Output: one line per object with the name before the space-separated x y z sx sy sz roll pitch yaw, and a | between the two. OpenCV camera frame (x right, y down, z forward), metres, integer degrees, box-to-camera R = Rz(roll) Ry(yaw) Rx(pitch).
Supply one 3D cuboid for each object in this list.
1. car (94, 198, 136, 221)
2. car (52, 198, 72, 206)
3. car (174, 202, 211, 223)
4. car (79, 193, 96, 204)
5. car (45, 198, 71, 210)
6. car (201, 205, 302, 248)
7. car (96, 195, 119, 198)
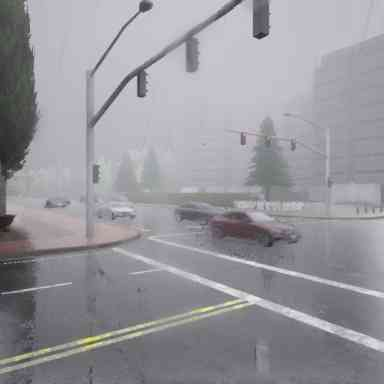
car | -6.321 1.525 27.472 1.812 1.442 4.674 0 0 -36
car | -21.331 1.601 54.512 1.895 1.301 4.718 0 0 -35
car | 0.552 1.505 24.078 1.837 1.490 4.892 0 0 -37
car | -20.389 1.221 65.395 2.150 2.045 5.566 0 0 -36
car | -17.948 1.492 43.678 2.128 1.511 4.902 0 0 -36
car | 2.679 1.525 15.086 1.812 1.442 4.674 0 0 -36
car | -8.430 1.351 36.403 2.097 1.767 4.553 0 0 -36
